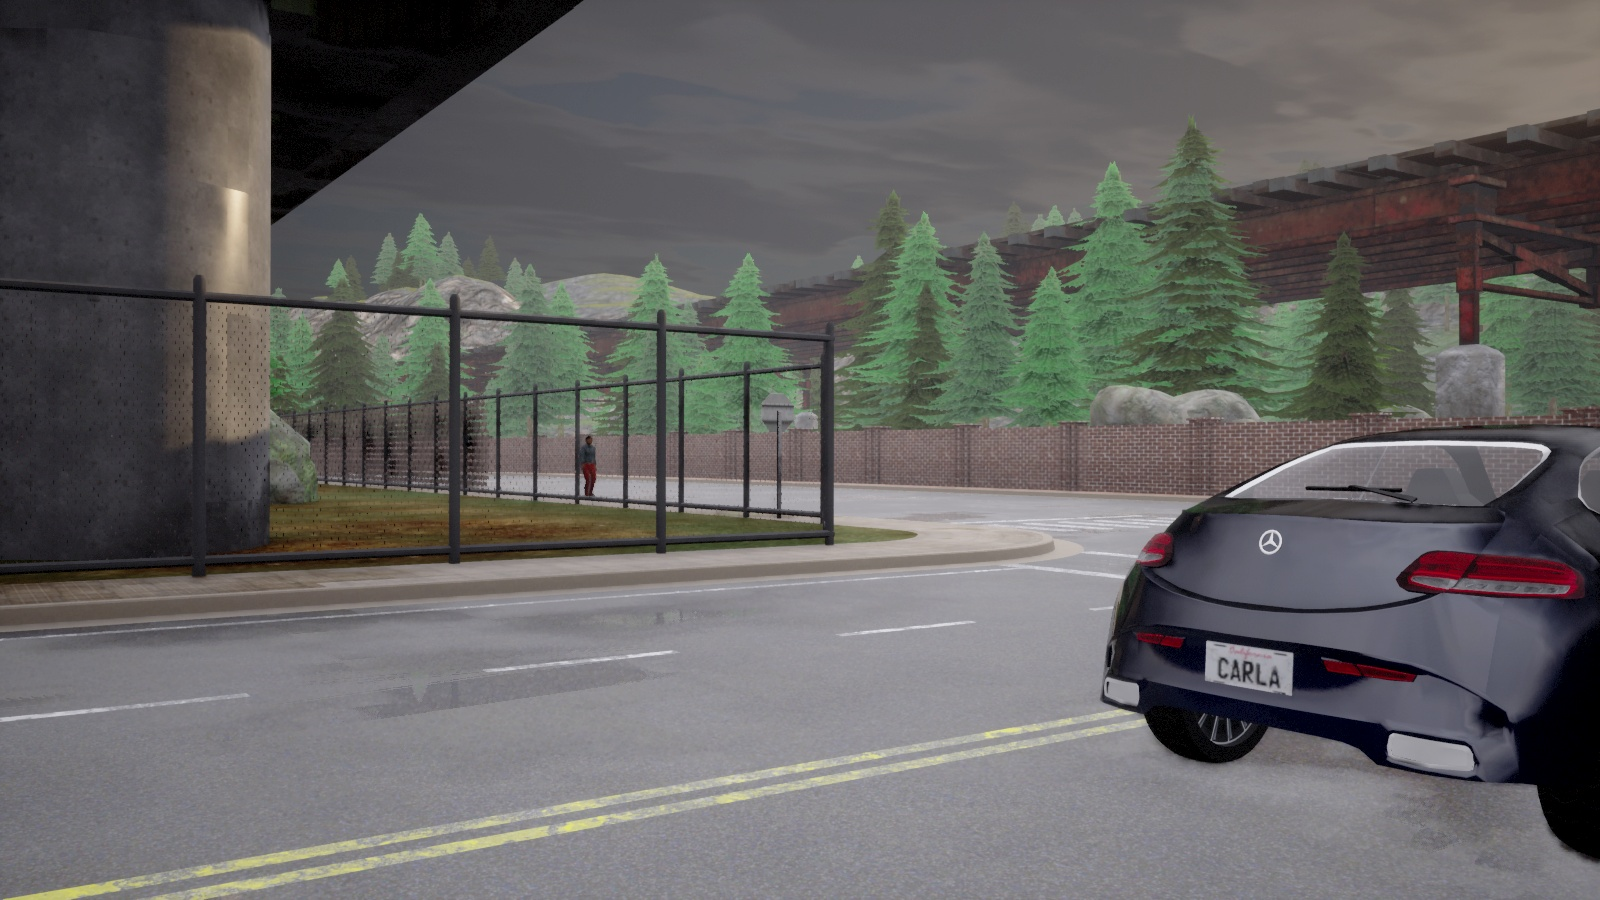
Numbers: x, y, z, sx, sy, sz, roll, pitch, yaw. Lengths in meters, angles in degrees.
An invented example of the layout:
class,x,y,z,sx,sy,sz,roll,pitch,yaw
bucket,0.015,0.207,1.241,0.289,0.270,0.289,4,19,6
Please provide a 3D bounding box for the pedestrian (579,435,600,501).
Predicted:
class,x,y,z,sx,sy,sz,roll,pitch,yaw
pedestrian,-5.979,0.503,35.706,0.353,1.847,0.614,0,0,-36

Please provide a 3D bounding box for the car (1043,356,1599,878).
class,x,y,z,sx,sy,sz,roll,pitch,yaw
car,3.789,0.531,6.297,5.027,1.651,2.152,0,0,-35

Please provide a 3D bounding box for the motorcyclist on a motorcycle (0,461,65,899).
class,x,y,z,sx,sy,sz,roll,pitch,yaw
motorcyclist on a motorcycle,-2.448,0.790,1.955,2.191,1.530,0.866,0,0,-35
